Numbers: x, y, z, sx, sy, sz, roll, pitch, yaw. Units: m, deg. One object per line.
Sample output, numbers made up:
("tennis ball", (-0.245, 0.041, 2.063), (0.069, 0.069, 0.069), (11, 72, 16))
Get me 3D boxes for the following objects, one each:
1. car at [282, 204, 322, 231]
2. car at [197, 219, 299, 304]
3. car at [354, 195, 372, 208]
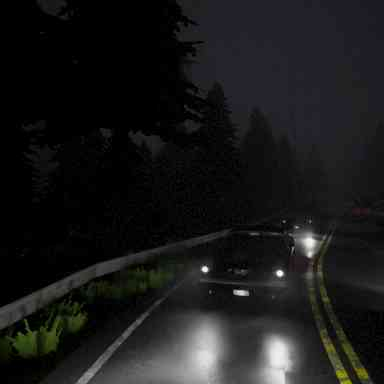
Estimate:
("car", (6.715, 1.459, 20.057), (2.033, 1.411, 5.357), (-2, 0, 26))
("car", (1.611, 1.598, 8.426), (1.895, 1.301, 4.718), (-1, 0, 18))
("car", (20.710, 1.057, 40.210), (2.128, 1.511, 4.902), (-2, 0, 28))
